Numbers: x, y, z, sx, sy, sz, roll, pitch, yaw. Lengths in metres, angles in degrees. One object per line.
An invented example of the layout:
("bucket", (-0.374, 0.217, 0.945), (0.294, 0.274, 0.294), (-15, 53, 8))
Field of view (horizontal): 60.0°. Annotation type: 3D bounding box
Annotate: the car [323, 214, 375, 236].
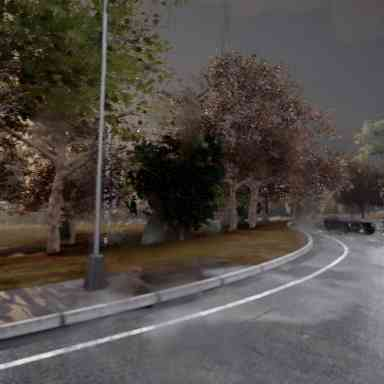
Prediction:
("car", (11.095, 2.278, 23.765), (1.895, 1.301, 4.718), (2, -1, 3))
